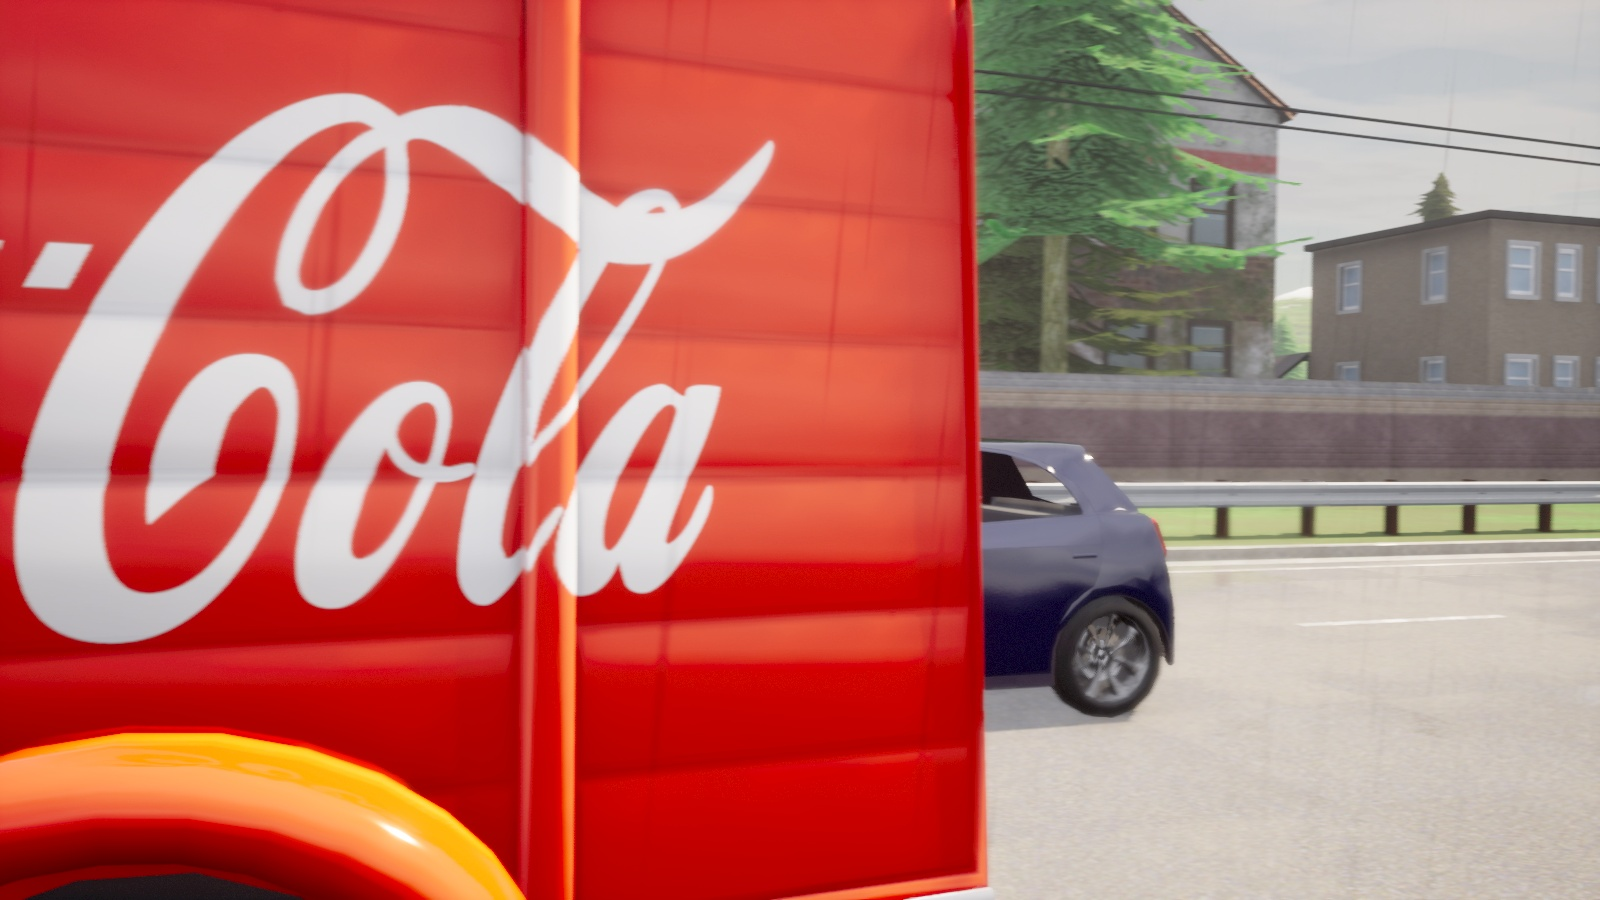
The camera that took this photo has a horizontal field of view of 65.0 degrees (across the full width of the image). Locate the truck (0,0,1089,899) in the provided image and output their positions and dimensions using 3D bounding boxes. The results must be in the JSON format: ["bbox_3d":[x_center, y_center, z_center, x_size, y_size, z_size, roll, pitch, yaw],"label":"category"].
[{"bbox_3d":[-2.442,0.294,2.243,5.204,2.467,2.627,-1,1,-23],"label":"truck"}]

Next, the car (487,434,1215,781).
[{"bbox_3d":[0.194,0.681,7.008,3.633,1.501,1.845,-1,1,-18],"label":"car"}]
